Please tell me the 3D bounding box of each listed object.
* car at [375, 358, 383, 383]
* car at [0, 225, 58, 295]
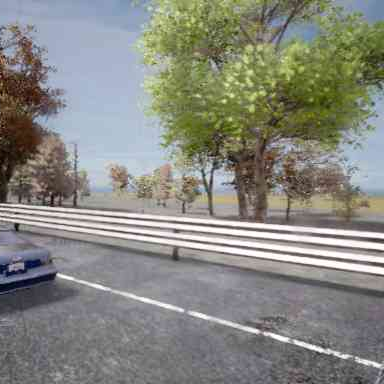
[{"bbox_3d":[3.504,1.472,1.364,4.856,1.649,2.033,1,1,35],"label":"car"},{"bbox_3d":[-5.319,1.408,7.727,5.357,1.411,2.033,1,1,36],"label":"car"}]
